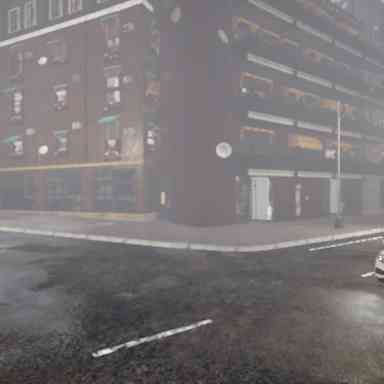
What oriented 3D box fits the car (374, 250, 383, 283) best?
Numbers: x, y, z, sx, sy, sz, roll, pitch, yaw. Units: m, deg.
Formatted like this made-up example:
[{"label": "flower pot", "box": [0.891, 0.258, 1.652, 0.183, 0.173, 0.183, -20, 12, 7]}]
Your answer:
[{"label": "car", "box": [6.509, 1.528, 8.479, 4.674, 1.442, 1.812, 0, 0, -36]}]
